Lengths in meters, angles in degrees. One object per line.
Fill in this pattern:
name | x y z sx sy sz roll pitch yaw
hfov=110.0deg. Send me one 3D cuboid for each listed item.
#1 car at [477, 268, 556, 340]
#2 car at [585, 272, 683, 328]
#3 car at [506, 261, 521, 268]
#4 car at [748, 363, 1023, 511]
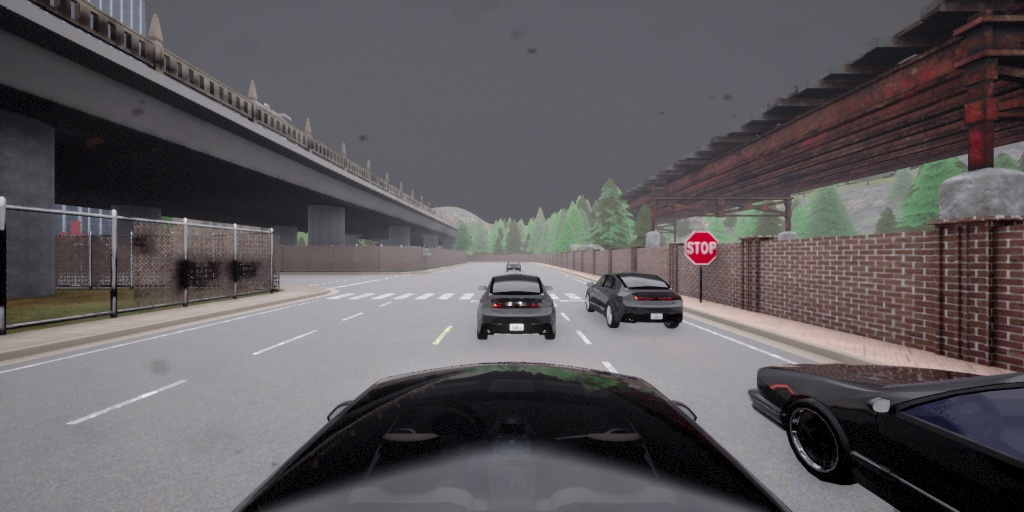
car | 0.103 1.255 9.977 1.837 1.490 4.892 0 0 0
car | 3.605 1.255 11.334 1.837 1.490 4.892 0 0 0
car | 0.205 1.351 46.264 1.895 1.301 4.718 0 0 -1
car | 3.600 1.297 1.588 2.033 1.411 5.357 0 0 0
